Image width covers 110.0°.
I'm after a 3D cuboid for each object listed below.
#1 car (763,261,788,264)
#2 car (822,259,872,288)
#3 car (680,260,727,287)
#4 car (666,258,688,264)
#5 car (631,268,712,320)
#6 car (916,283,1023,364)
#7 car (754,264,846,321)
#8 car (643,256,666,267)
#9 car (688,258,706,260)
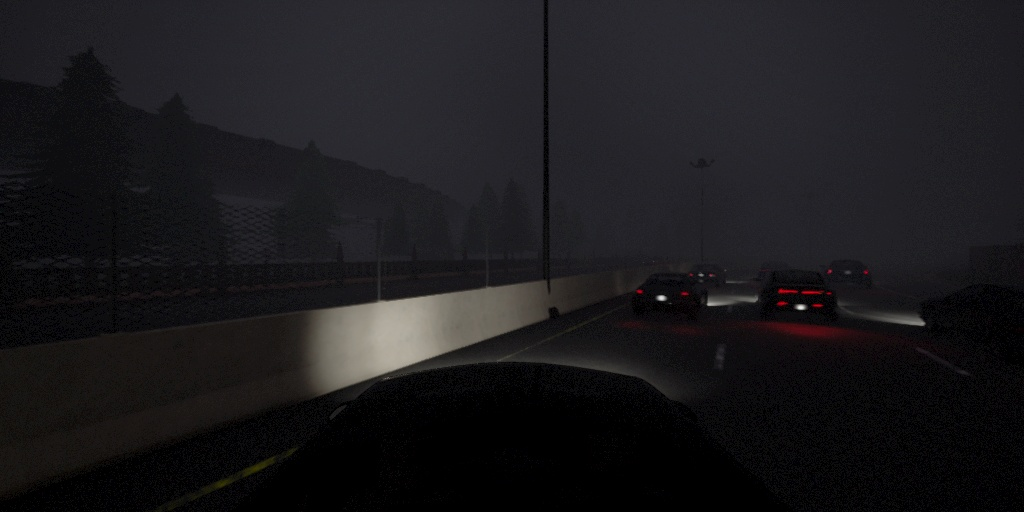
[{"bbox_3d":[19.010,1.092,25.886,1.882,1.535,5.008,0,0,38],"label":"car"},{"bbox_3d":[20.828,0.975,22.538,2.097,1.767,4.553,0,0,38],"label":"car"},{"bbox_3d":[12.847,1.184,23.614,2.033,1.411,5.357,0,0,36],"label":"car"},{"bbox_3d":[24.543,0.980,51.332,5.008,1.535,1.882,0,0,-39],"label":"car"},{"bbox_3d":[5.644,1.258,12.646,1.994,1.385,4.181,0,0,33],"label":"car"},{"bbox_3d":[10.513,1.254,7.292,2.033,1.411,5.357,0,0,33],"label":"car"},{"bbox_3d":[9.632,1.194,12.373,1.837,1.490,4.892,0,1,33],"label":"car"},{"bbox_3d":[21.401,0.854,53.287,4.553,1.767,2.097,0,0,-39],"label":"car"},{"bbox_3d":[25.822,1.114,47.932,4.718,1.301,1.895,0,0,-39],"label":"car"}]
